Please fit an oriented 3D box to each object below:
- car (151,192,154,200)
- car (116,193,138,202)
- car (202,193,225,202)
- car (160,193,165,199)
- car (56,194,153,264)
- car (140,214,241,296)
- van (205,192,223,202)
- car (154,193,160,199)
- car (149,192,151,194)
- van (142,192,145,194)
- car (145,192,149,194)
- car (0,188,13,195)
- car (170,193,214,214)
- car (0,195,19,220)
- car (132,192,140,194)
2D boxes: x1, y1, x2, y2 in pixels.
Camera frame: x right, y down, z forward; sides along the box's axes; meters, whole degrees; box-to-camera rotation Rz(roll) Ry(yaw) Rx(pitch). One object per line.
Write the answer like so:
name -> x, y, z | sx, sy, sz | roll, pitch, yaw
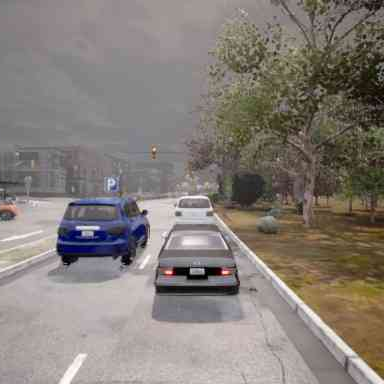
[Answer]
car -> -12.413, 1.359, 82.730 | 4.674, 1.452, 2.002 | -1, 0, -13
car -> -13.830, 1.196, 70.720 | 4.553, 1.767, 2.185 | -1, 0, -14
car -> 4.544, 1.142, 70.372 | 4.553, 1.767, 2.185 | 1, 0, -14
car -> -11.163, 1.065, 91.721 | 5.566, 2.045, 2.435 | -1, 0, -12
car -> -2.909, 1.238, 11.961 | 2.150, 2.045, 5.566 | 0, 0, 0
car -> 0.091, 1.556, 8.820 | 2.033, 1.411, 5.357 | 0, 0, 0
van -> 4.165, 1.043, 67.402 | 4.442, 1.987, 1.878 | 1, 0, -14
car -> -11.608, 1.358, 88.714 | 4.674, 1.452, 2.002 | -1, 0, -12
car -> -12.780, 1.360, 79.728 | 4.674, 1.452, 2.002 | -1, 0, -13
van -> -13.370, 1.093, 73.760 | 4.442, 1.987, 1.878 | -1, 0, -14
car -> -13.147, 1.322, 76.732 | 4.892, 1.521, 2.231 | -1, 0, -14
car -> -31.262, 0.138, 55.613 | 2.002, 1.452, 4.674 | 6, -3, -19
car -> 0.119, 1.246, 19.069 | 2.150, 2.045, 5.566 | 0, 0, 0
car -> -16.674, 1.404, 26.964 | 4.553, 1.767, 2.185 | -1, 0, -19
car -> -13.918, 1.316, 67.767 | 5.366, 1.575, 1.946 | -1, 0, -15
